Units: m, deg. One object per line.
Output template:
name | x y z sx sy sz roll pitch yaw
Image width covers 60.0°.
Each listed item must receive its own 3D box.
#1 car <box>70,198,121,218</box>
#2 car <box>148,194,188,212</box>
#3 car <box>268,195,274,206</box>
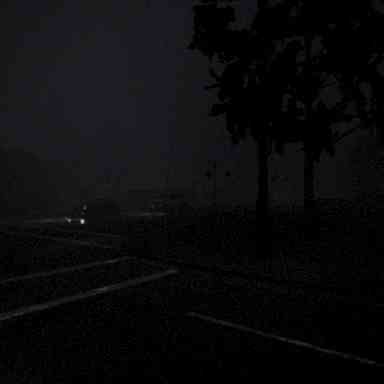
car | -8.618 1.346 29.894 2.097 1.767 4.553 0 0 34
car | -2.677 1.215 38.590 2.150 2.045 5.566 0 0 35
car | 12.615 1.346 56.507 2.097 1.767 4.553 0 0 21
